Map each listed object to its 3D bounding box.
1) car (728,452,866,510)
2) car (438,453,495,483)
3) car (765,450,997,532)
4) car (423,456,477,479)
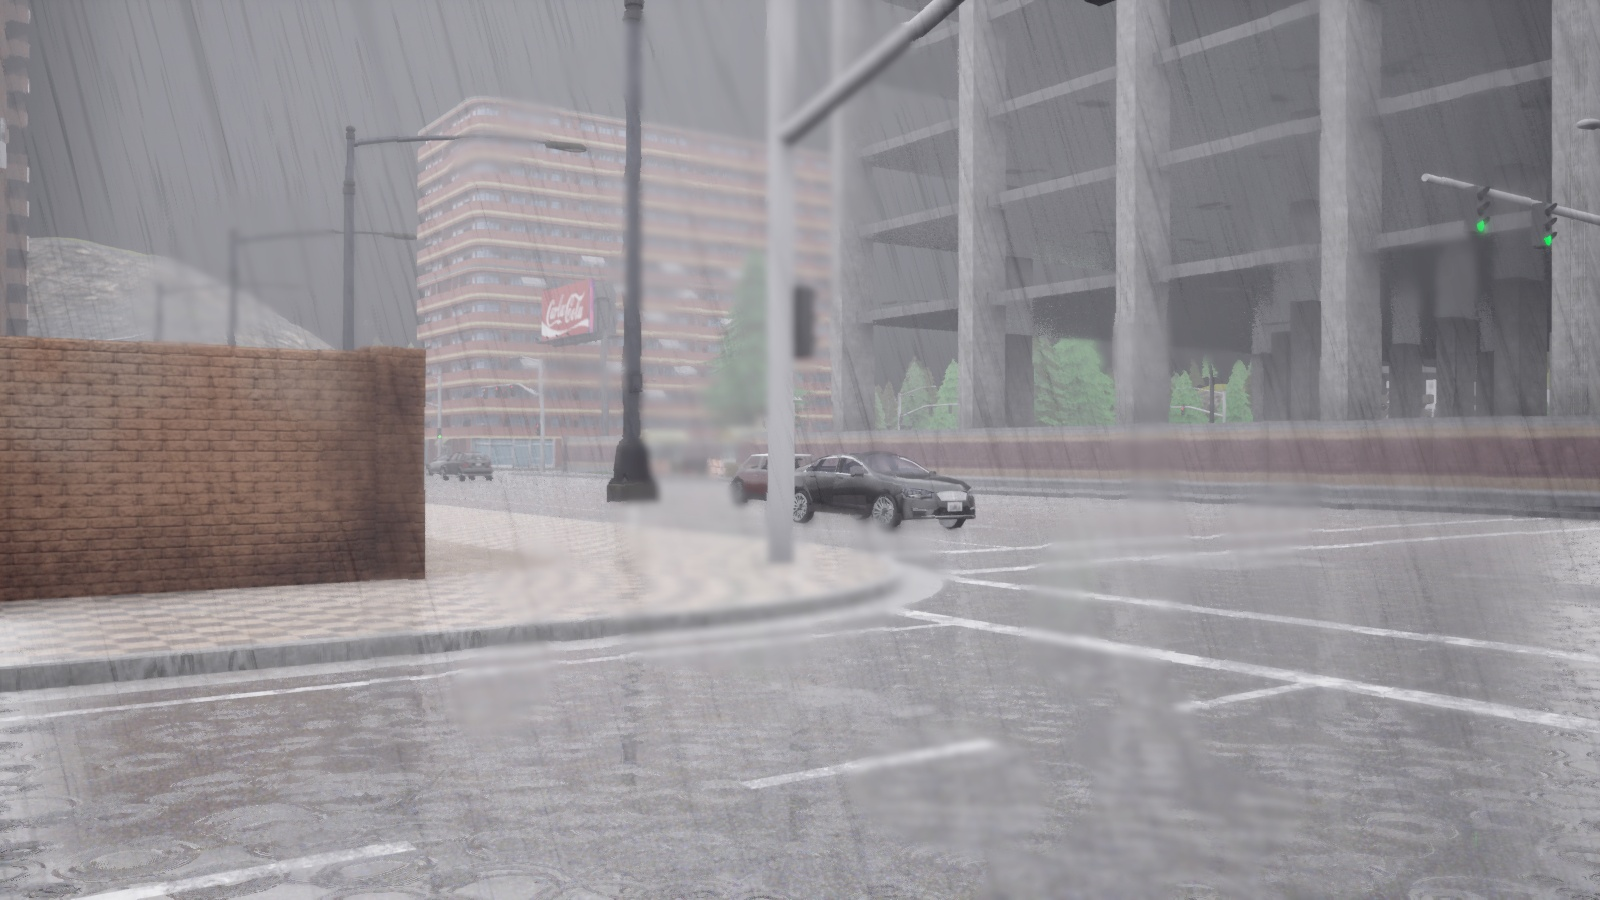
[{"bbox_3d":[-0.143,0.794,34.225,1.970,1.475,3.806,0,0,-34],"label":"car"},{"bbox_3d":[-17.524,0.922,65.904,1.789,1.549,3.705,0,0,-34],"label":"car"},{"bbox_3d":[1.523,0.760,25.587,2.128,1.511,4.902,0,0,-34],"label":"car"},{"bbox_3d":[-21.892,1.047,78.514,1.994,1.385,4.181,0,0,-34],"label":"car"}]
